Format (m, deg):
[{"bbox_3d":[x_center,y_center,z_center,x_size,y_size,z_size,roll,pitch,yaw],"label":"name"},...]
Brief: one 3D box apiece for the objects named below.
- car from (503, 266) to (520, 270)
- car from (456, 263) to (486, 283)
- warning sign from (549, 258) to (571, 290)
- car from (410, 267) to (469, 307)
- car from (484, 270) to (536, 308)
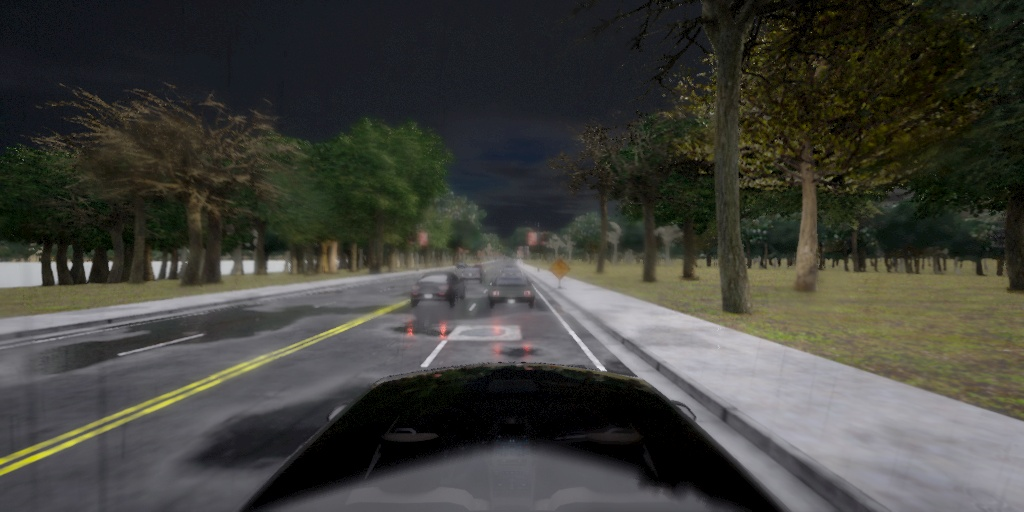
[{"bbox_3d":[-0.078,1.582,30.960,2.033,1.411,5.357,0,-1,0],"label":"car"},{"bbox_3d":[-3.328,1.582,30.940,2.033,1.411,5.357,0,-1,0],"label":"car"},{"bbox_3d":[2.816,1.051,21.042,1.300,1.860,1.060,0,0,0],"label":"warning sign"},{"bbox_3d":[-3.265,1.415,16.310,1.812,1.442,4.674,0,0,0],"label":"car"},{"bbox_3d":[-0.017,1.487,16.064,1.895,1.301,4.718,0,-1,0],"label":"car"}]
